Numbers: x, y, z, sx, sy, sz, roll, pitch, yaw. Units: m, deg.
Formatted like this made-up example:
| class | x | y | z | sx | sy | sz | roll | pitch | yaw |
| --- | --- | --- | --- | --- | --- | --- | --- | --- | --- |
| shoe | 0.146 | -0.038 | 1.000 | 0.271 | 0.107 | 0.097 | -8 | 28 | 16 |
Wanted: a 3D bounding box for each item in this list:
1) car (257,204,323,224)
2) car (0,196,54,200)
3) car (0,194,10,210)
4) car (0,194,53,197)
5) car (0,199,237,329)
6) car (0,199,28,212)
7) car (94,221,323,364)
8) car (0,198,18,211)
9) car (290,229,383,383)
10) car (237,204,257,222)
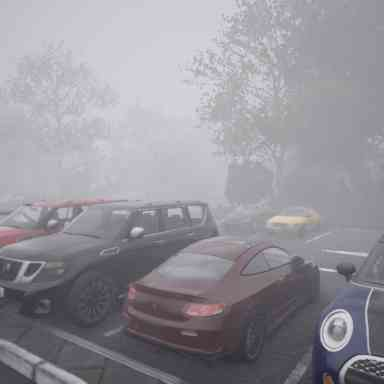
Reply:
| class | x | y | z | sx | sy | sz | roll | pitch | yaw |
| --- | --- | --- | --- | --- | --- | --- | --- | --- | --- |
| car | 5.734 | 1.479 | 18.294 | 1.946 | 1.575 | 5.366 | 0 | 0 | 35 |
| car | -3.729 | 1.230 | 9.170 | 2.435 | 2.045 | 5.566 | 0 | 0 | 36 |
| car | -25.939 | 1.244 | 41.080 | 2.435 | 2.045 | 5.566 | 0 | 0 | 35 |
| car | -16.970 | 1.233 | 34.682 | 2.435 | 2.045 | 5.566 | 0 | 0 | 36 |
| car | -1.447 | 1.230 | 7.542 | 2.435 | 2.045 | 5.566 | 0 | 0 | 35 |
| car | -21.489 | 1.526 | 37.937 | 2.002 | 1.452 | 4.674 | 0 | 0 | 36 |
| car | 0.850 | 1.521 | 5.935 | 2.002 | 1.452 | 4.674 | 0 | 0 | 36 |
| car | -23.657 | 1.490 | 39.480 | 2.097 | 1.535 | 5.008 | 0 | 0 | 36 |
| car | 3.152 | 1.356 | 4.334 | 2.185 | 1.767 | 4.553 | 0 | 0 | 36 |
| car | 3.584 | 1.484 | 20.062 | 2.231 | 1.521 | 4.892 | 0 | 0 | 36 |
